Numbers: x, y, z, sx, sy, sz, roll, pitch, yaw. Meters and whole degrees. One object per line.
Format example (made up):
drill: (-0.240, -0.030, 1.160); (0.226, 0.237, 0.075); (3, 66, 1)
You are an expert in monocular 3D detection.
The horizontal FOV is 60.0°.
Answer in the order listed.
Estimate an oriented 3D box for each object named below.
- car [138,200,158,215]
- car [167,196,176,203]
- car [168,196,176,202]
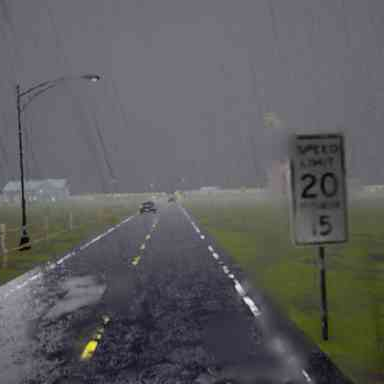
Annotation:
car: (-5.040, 1.753, 38.713); (1.837, 1.490, 4.892); (-3, 0, -4)
car: (-4.522, 1.742, 74.230); (1.837, 1.490, 4.892); (-3, 0, -4)
car: (-5.182, 1.721, 84.661); (1.895, 1.301, 4.718); (-3, 0, -4)
